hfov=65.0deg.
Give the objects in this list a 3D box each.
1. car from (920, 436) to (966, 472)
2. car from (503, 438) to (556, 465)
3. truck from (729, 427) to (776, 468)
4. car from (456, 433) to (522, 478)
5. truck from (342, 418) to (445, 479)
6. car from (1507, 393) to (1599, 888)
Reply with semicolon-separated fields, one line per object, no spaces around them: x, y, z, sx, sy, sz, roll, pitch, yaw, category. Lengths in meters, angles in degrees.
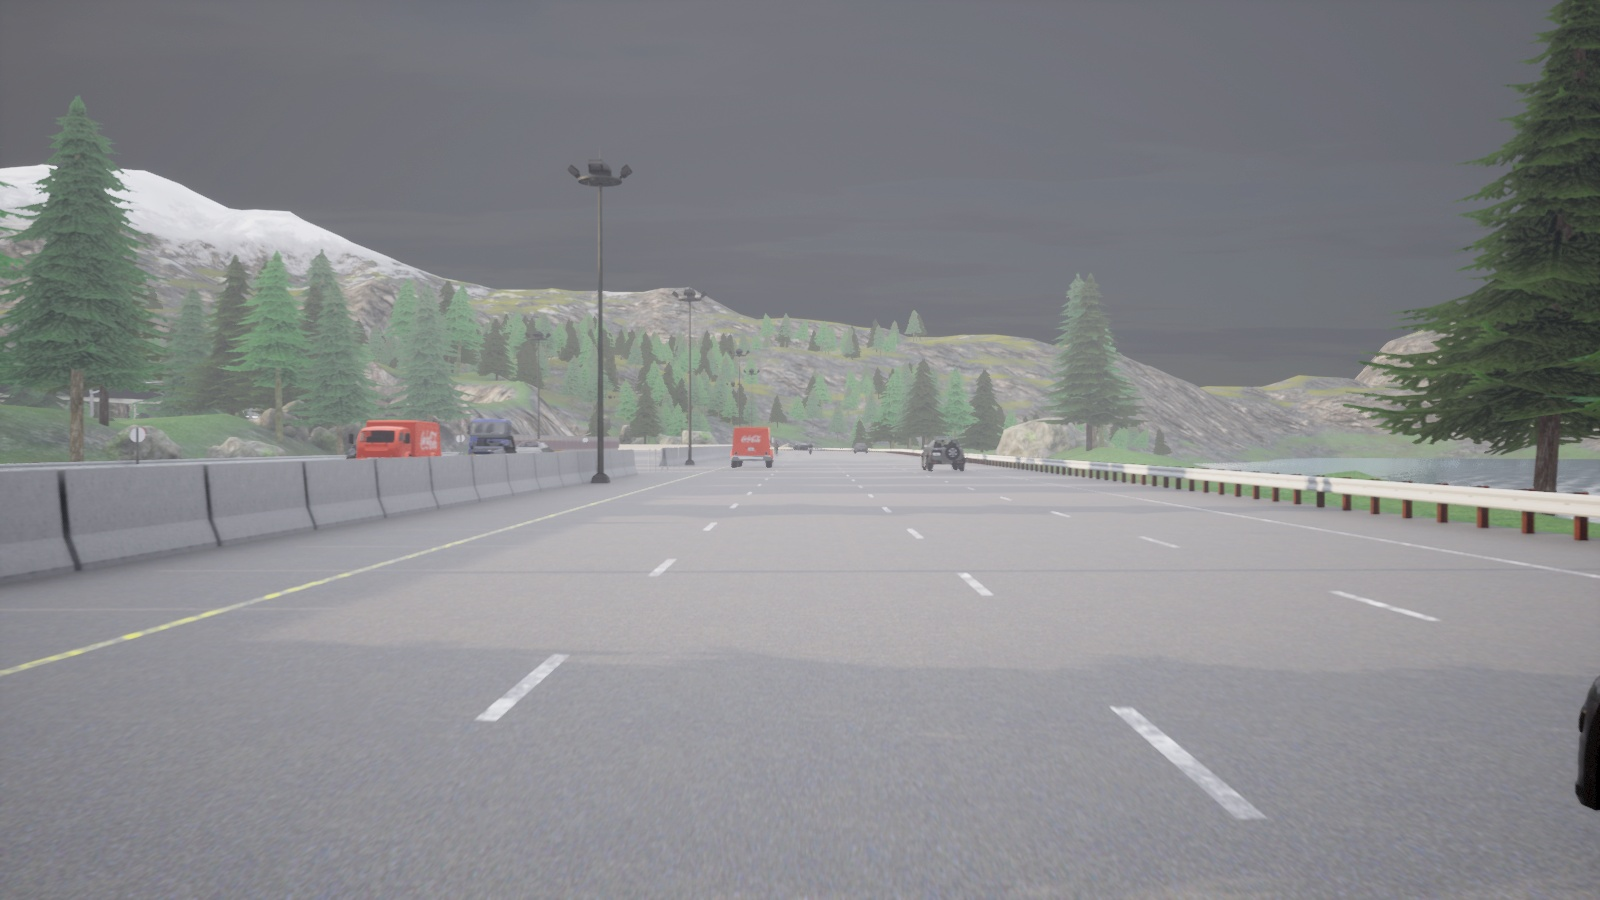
7.512;0.195;66.350;1.932;1.855;4.605;0;0;1;car
-16.882;0.068;78.585;2.152;1.651;5.027;0;0;0;car
-2.889;-0.181;77.823;2.627;2.467;5.204;0;0;1;truck
-13.587;0.221;55.116;1.905;1.878;3.866;0;0;1;car
-17.104;-0.045;53.109;2.627;2.467;5.204;0;0;0;truck
3.531;0.633;2.644;1.851;1.617;3.988;0;0;0;car
